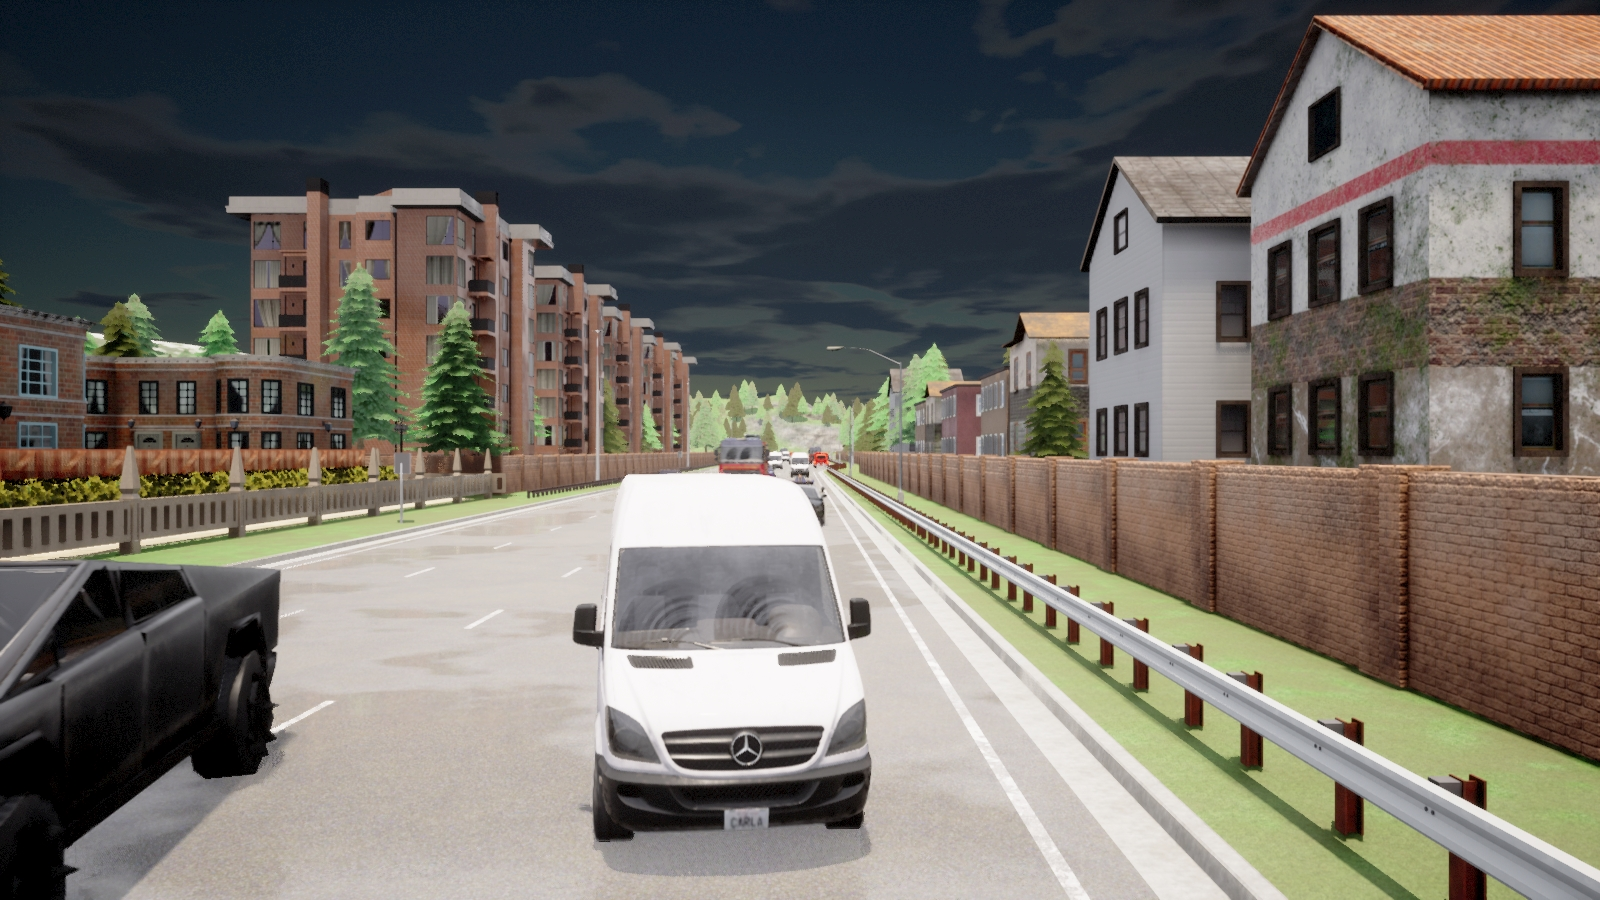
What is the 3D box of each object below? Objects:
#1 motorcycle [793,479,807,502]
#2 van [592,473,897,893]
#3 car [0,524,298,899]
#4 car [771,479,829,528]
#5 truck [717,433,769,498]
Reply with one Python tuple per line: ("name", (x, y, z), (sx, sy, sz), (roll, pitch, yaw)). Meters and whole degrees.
("motorcycle", (0.001, 2.216, 63.158), (0.803, 1.199, 2.033), (0, 0, 0))
("van", (-0.812, 1.540, 10.338), (1.988, 2.561, 5.915), (0, 0, -9))
("car", (-5.458, 1.758, 7.739), (2.390, 2.098, 6.274), (0, 0, -10))
("car", (-0.001, 2.003, 43.889), (2.097, 1.638, 5.238), (0, 0, 0))
("truck", (-3.498, 0.924, 72.149), (2.891, 3.827, 8.468), (0, 0, 0))
